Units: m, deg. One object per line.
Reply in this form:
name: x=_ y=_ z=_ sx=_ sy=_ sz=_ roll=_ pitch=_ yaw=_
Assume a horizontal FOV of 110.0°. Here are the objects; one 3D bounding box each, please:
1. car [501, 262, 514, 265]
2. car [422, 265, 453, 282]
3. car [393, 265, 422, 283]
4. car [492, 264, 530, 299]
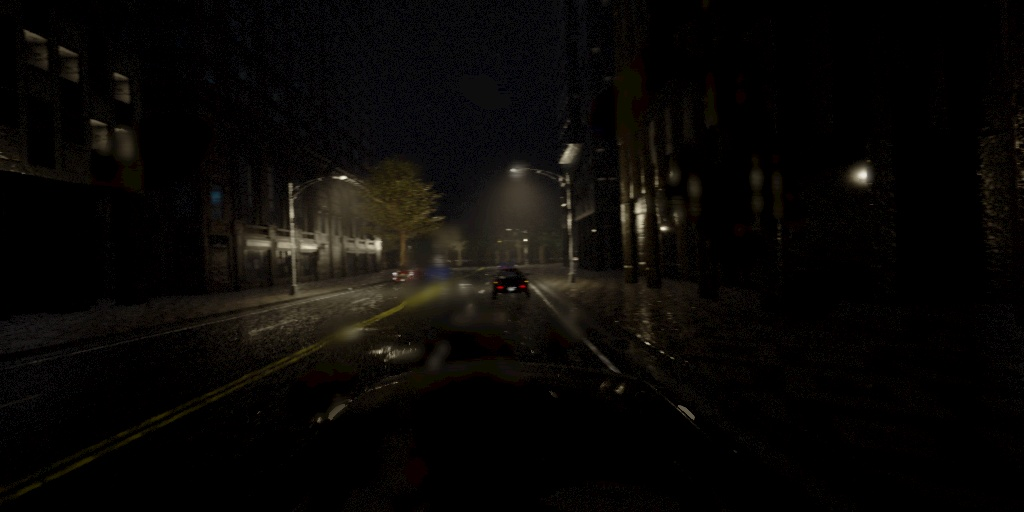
car: x=-0.442 y=1.422 z=38.885 sx=1.882 sy=1.535 sz=5.008 roll=-2 pitch=0 yaw=-1
car: x=-7.048 y=1.684 z=35.258 sx=1.882 sy=1.535 sz=5.008 roll=-2 pitch=0 yaw=-1
car: x=-10.309 y=1.699 z=35.858 sx=2.097 sy=1.767 sz=4.553 roll=-2 pitch=0 yaw=-1
car: x=-0.070 y=1.360 z=18.995 sx=1.812 sy=1.442 sz=4.674 roll=-2 pitch=0 yaw=-1
